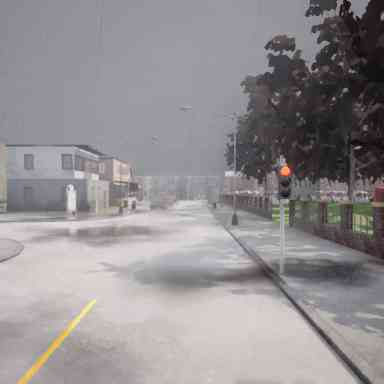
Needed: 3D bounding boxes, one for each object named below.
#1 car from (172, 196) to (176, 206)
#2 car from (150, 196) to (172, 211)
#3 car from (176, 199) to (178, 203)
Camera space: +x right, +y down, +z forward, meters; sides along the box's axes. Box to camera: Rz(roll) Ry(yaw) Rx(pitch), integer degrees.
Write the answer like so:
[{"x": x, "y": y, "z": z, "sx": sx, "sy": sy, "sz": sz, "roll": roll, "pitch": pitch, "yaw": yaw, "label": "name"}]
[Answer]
[{"x": -4.046, "y": 1.352, "z": 52.113, "sx": 2.097, "sy": 1.767, "sz": 4.553, "roll": 0, "pitch": 0, "yaw": 0, "label": "car"}, {"x": -4.062, "y": 1.547, "z": 42.011, "sx": 2.033, "sy": 1.411, "sz": 5.357, "roll": 0, "pitch": 0, "yaw": 0, "label": "car"}, {"x": -3.975, "y": 1.526, "z": 65.919, "sx": 1.812, "sy": 1.442, "sz": 4.674, "roll": 0, "pitch": 0, "yaw": 1, "label": "car"}]
